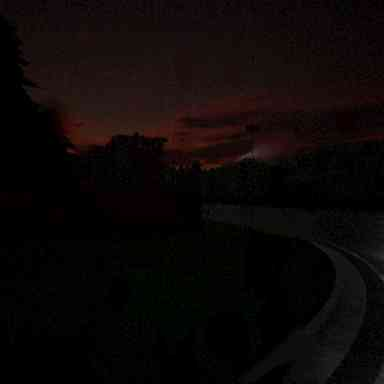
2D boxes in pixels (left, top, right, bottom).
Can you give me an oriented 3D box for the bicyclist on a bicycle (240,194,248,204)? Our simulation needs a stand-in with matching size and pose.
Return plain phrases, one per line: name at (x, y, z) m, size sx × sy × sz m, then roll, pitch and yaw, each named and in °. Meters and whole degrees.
bicyclist on a bicycle at (8.073, 1.131, 51.715) m, size 1.656 × 1.620 × 0.582 m, roll -1°, pitch 0°, yaw -33°
